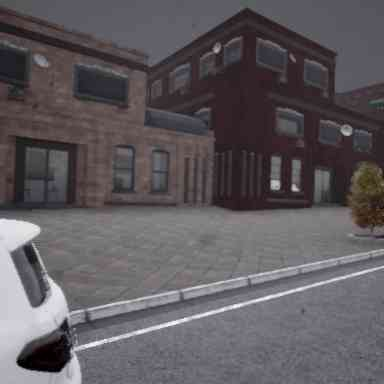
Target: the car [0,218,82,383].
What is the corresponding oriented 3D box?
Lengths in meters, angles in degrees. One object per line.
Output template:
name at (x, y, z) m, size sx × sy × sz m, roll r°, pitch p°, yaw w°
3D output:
car at (-3.406, 1.214, 1.499) m, size 5.566 × 2.045 × 2.150 m, roll 0°, pitch 0°, yaw -36°
